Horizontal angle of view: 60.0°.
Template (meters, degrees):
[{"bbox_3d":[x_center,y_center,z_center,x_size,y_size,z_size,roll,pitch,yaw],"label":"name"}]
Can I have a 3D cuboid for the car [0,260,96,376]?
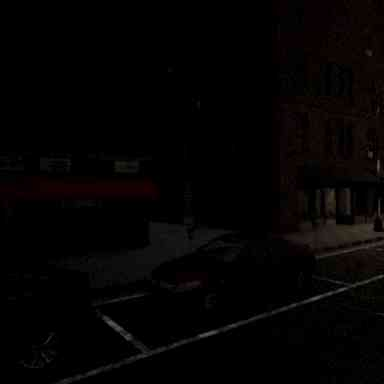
[{"bbox_3d":[-3.398,1.628,4.094,4.313,1.339,1.947,-1,0,-36],"label":"car"}]

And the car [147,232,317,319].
[{"bbox_3d":[1.058,1.590,7.320,4.206,1.307,1.802,-1,0,-36],"label":"car"}]
